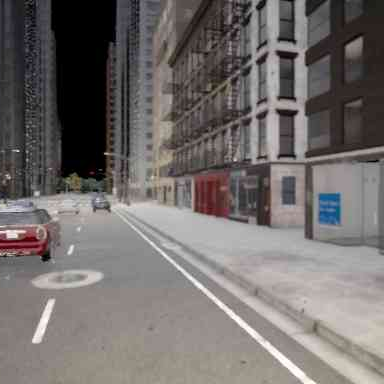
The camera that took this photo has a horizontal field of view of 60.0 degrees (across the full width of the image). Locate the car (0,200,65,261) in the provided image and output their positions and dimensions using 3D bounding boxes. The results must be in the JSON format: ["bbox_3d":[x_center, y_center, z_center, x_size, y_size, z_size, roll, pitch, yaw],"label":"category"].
[{"bbox_3d":[-6.026,1.344,12.105,2.097,1.767,4.553,0,0,-17],"label":"car"}]

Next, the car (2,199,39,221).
[{"bbox_3d":[-14.361,1.455,28.148,1.882,1.535,5.008,0,0,-16],"label":"car"}]

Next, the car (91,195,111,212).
[{"bbox_3d":[-10.183,1.459,37.570,2.128,1.511,4.902,0,0,-17],"label":"car"}]

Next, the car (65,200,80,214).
[{"bbox_3d":[-12.495,1.497,33.936,1.812,1.442,4.674,0,0,-16],"label":"car"}]

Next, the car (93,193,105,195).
[{"bbox_3d":[-14.211,1.171,50.899,2.150,2.045,5.566,0,0,-16],"label":"car"}]
